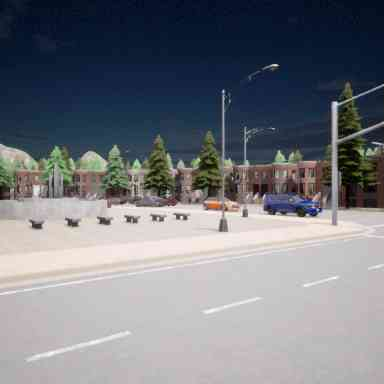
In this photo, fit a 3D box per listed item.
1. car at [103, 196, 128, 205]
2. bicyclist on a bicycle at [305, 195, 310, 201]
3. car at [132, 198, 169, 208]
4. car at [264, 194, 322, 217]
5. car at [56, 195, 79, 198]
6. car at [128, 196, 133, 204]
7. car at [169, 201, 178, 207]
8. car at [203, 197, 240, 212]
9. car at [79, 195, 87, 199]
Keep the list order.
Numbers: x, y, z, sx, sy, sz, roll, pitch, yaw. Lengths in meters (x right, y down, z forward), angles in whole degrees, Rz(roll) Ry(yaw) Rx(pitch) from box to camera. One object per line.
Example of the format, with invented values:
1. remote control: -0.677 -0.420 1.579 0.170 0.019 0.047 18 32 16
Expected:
1. car: -14.104 1.564 58.804 4.181 1.385 1.994 0 0 18
2. bicyclist on a bicycle: 16.149 1.303 46.584 1.656 1.620 0.582 0 0 -37
3. car: -5.879 1.564 47.301 4.181 1.385 1.994 0 0 32
4. car: 9.320 1.221 31.290 2.150 2.045 5.566 0 0 -38
5. car: -23.841 1.505 60.674 4.892 1.490 1.837 0 0 5
6. car: -12.759 1.505 62.036 4.892 1.490 1.837 0 0 18
7. car: -4.532 1.601 50.624 4.718 1.301 1.895 0 0 31
8. car: 3.439 1.352 38.935 2.097 1.767 4.553 0 0 -41
9. car: -22.579 1.352 63.968 4.553 1.767 2.097 0 0 7
